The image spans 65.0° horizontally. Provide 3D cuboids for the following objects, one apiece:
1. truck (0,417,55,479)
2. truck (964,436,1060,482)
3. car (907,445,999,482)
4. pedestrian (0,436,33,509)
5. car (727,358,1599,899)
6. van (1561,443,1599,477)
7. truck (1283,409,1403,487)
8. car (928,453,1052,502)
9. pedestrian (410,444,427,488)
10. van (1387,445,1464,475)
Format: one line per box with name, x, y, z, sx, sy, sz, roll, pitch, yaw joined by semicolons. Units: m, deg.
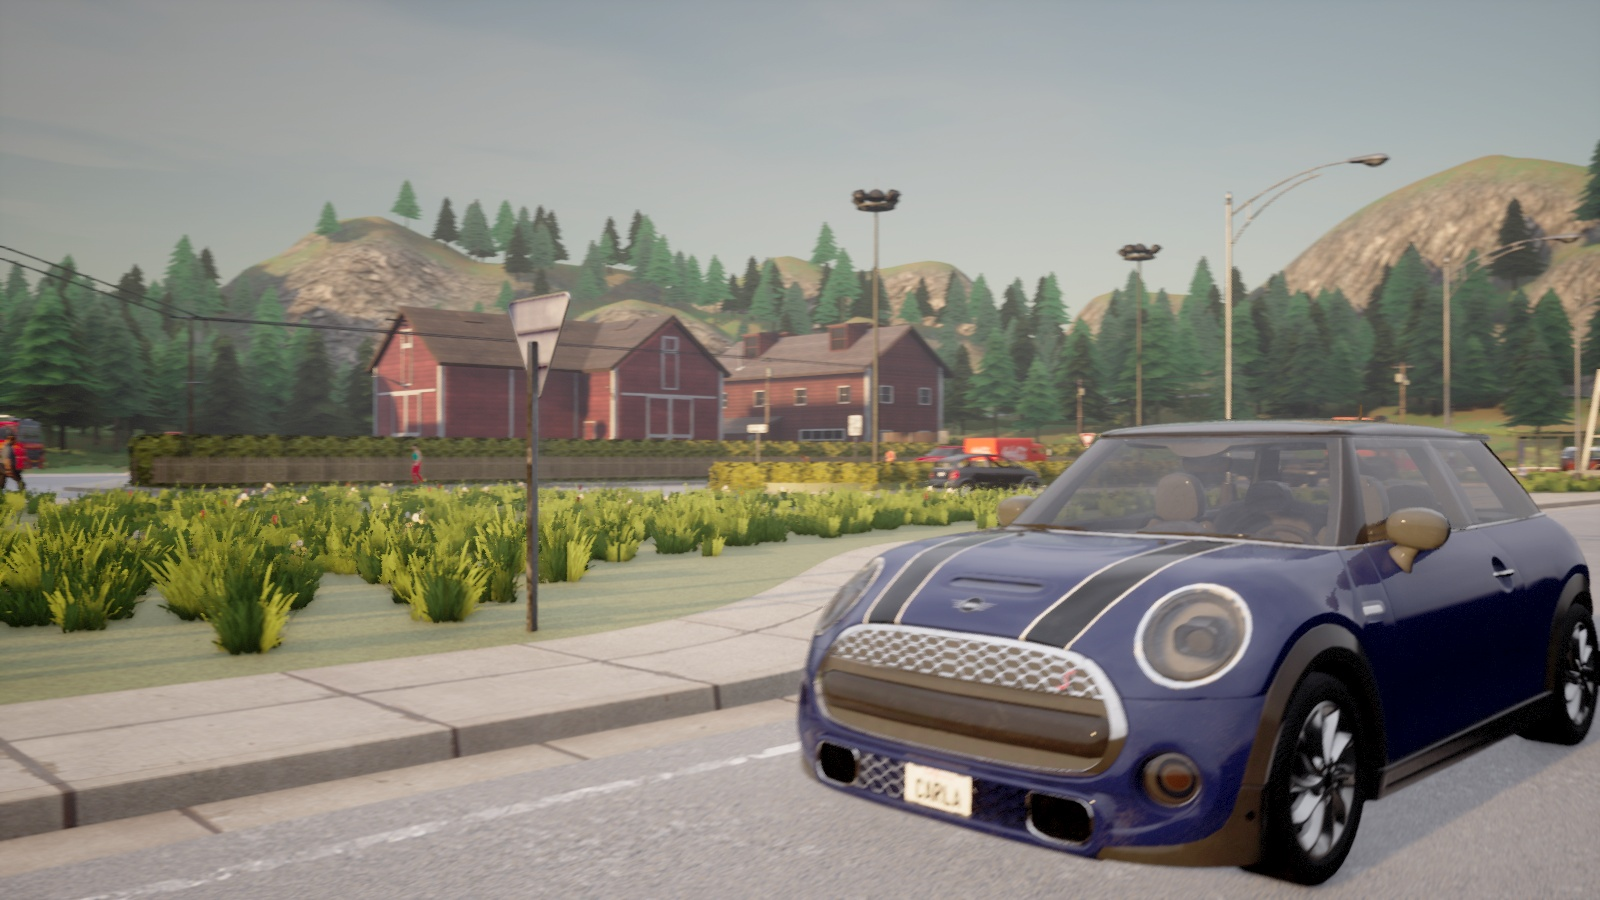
truck;-52.000;-0.089;78.952;8.468;3.827;2.891;-1;0;-6
truck;11.862;0.505;70.119;5.204;2.467;2.627;0;0;-43
car;8.827;0.730;72.074;5.566;2.045;2.150;0;0;-43
pedestrian;-19.988;0.564;31.913;0.540;1.848;0.694;0;0;41
car;2.074;0.622;5.981;4.553;1.767;2.097;0;0;-44
van;49.249;0.611;76.592;2.069;2.038;4.480;0;0;-43
truck;26.148;-0.078;60.217;2.891;3.462;7.936;0;0;42
car;6.324;0.874;41.824;3.705;1.549;1.789;0;0;-25
pedestrian;-16.215;0.674;53.432;0.345;1.836;0.594;0;0;44
van;43.689;0.707;87.787;1.775;1.987;4.442;0;-1;-43
